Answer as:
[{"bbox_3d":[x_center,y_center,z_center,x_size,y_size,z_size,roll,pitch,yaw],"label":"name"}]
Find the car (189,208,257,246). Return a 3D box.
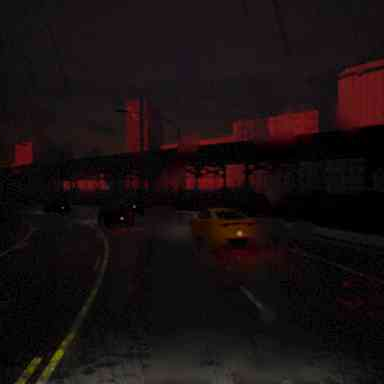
[{"bbox_3d":[1.246,1.468,15.384,1.882,1.535,5.008,0,0,-14],"label":"car"}]

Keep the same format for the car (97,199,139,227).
[{"bbox_3d":[-5.499,1.546,23.646,1.882,1.535,5.008,-1,0,-24],"label":"car"}]

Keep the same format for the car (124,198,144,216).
[{"bbox_3d":[-6.392,1.414,32.444,2.097,1.767,4.553,-1,0,-32],"label":"car"}]

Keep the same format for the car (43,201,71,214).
[{"bbox_3d":[-15.863,1.770,38.890,1.994,1.385,4.181,-1,0,-43],"label":"car"}]
